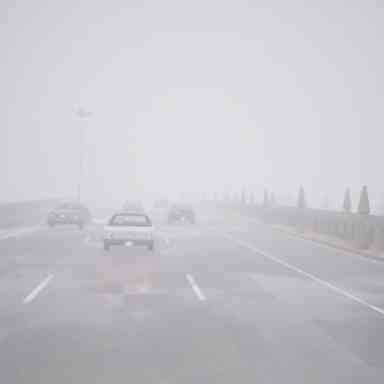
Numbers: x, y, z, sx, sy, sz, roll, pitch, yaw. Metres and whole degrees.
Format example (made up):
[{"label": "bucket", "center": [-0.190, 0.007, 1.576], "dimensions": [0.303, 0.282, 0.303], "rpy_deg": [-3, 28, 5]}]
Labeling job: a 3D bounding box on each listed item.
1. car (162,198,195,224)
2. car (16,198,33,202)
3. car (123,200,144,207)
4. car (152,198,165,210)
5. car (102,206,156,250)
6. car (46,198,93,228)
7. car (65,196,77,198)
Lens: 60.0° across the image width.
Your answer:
[{"label": "car", "center": [-0.938, 1.503, 24.636], "dimensions": [1.837, 1.490, 4.892], "rpy_deg": [2, 0, -9]}, {"label": "car", "center": [-27.405, 1.672, 54.858], "dimensions": [1.882, 1.535, 5.008], "rpy_deg": [2, -6, -9]}, {"label": "car", "center": [-5.733, 1.422, 32.582], "dimensions": [1.895, 1.301, 4.718], "rpy_deg": [2, 0, -10]}, {"label": "car", "center": [-3.929, 1.534, 42.593], "dimensions": [1.837, 1.490, 4.892], "rpy_deg": [2, -2, -9]}, {"label": "car", "center": [-2.577, 1.519, 13.896], "dimensions": [1.895, 1.301, 4.718], "rpy_deg": [2, 0, -10]}, {"label": "car", "center": [-7.111, 1.297, 19.755], "dimensions": [2.033, 1.411, 5.357], "rpy_deg": [2, 0, -10]}, {"label": "car", "center": [-20.576, 1.739, 56.464], "dimensions": [2.150, 2.045, 5.566], "rpy_deg": [2, -6, -9]}]
